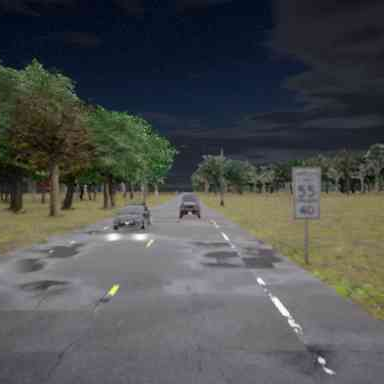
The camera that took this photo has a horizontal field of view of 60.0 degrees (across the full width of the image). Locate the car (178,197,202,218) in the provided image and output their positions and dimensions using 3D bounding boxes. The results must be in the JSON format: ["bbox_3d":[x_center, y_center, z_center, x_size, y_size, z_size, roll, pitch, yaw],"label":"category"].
[{"bbox_3d":[-0.161,1.522,30.312,1.837,1.490,4.892,0,0,0],"label":"car"}]

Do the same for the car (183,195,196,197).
[{"bbox_3d":[-0.266,1.413,45.817,2.150,2.045,5.566,0,-1,2],"label":"car"}]

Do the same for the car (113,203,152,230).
[{"bbox_3d":[-3.635,1.515,20.936,1.837,1.490,4.892,0,0,0],"label":"car"}]
